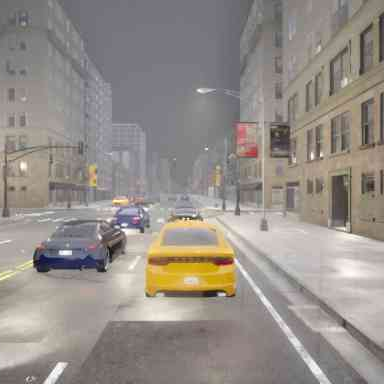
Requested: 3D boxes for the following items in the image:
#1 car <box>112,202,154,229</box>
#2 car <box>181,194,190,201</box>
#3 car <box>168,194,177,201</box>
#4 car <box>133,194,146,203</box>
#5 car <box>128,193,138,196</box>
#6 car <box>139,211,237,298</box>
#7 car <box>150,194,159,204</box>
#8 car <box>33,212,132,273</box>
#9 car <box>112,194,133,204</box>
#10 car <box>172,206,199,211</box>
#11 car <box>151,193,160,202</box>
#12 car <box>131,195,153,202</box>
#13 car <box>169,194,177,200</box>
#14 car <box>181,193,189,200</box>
[{"bbox_3d":[-3.535,1.528,19.464,1.812,1.442,4.674,0,0,-1],"label":"car"},{"bbox_3d":[-1.677,1.367,80.625,2.097,1.767,4.553,0,0,-1],"label":"car"},{"bbox_3d":[-4.962,1.567,82.205,1.994,1.385,4.181,0,0,-1],"label":"car"},{"bbox_3d":[-11.227,1.371,71.052,2.097,1.767,4.553,0,0,-1],"label":"car"},{"bbox_3d":[-11.075,1.237,61.063,2.150,2.045,5.566,0,0,-1],"label":"car"},{"bbox_3d":[-0.054,1.478,8.584,1.882,1.535,5.008,0,0,-1],"label":"car"},{"bbox_3d":[-7.816,1.563,60.733,2.033,1.411,5.357,0,0,-1],"label":"car"},{"bbox_3d":[-3.356,1.564,10.722,1.994,1.385,4.181,0,0,-1],"label":"car"},{"bbox_3d":[-10.899,1.491,51.128,1.882,1.535,5.008,0,0,-1],"label":"car"},{"bbox_3d":[-0.354,1.507,18.065,1.837,1.490,4.892,0,0,-1],"label":"car"},{"bbox_3d":[-7.980,1.241,71.208,2.150,2.045,5.566,0,0,-1],"label":"car"},{"bbox_3d":[-7.646,1.614,51.090,1.895,1.301,4.718,0,0,-1],"label":"car"},{"bbox_3d":[-5.164,1.369,91.804,2.097,1.767,4.553,0,0,-1],"label":"car"},{"bbox_3d":[-1.889,1.237,90.626,2.097,1.767,4.553,0,0,-1],"label":"car"}]
